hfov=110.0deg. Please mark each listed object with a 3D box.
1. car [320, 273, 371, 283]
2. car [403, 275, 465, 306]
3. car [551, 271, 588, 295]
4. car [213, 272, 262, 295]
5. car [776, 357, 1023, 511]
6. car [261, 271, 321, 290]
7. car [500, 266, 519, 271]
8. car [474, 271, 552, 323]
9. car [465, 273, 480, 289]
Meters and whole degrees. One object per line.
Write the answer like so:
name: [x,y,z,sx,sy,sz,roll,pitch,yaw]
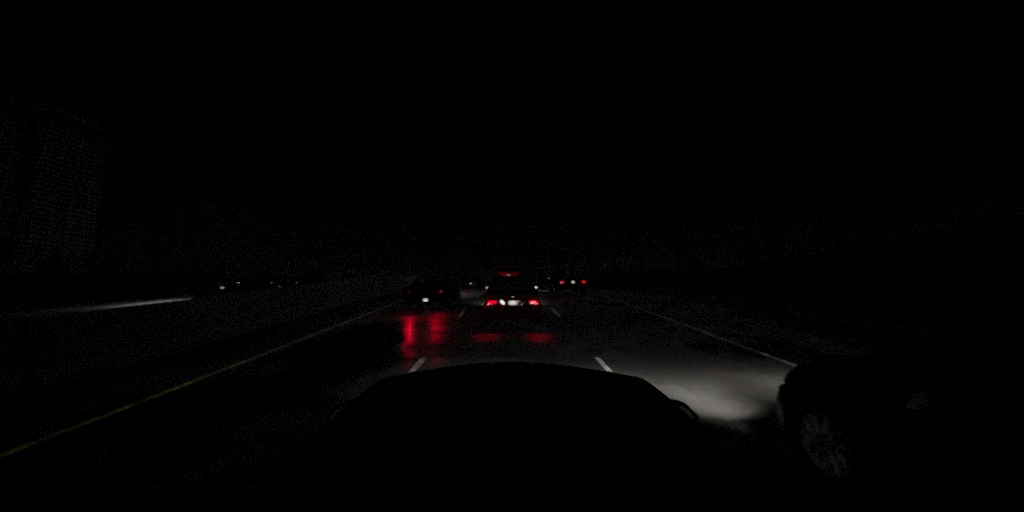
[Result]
car: [-10.832,1.874,24.638,1.895,1.301,4.718,0,-3,-1]
car: [-3.552,1.548,16.834,1.895,1.301,4.718,0,-1,-1]
car: [3.382,1.629,22.499,2.033,1.411,5.357,0,-2,-1]
car: [-17.829,1.802,24.496,2.128,1.511,4.902,0,-3,-1]
car: [3.626,1.234,1.664,1.837,1.490,4.892,0,0,-1]
car: [-14.328,1.790,24.489,1.837,1.490,4.892,0,-3,-1]
car: [-0.248,2.075,33.767,2.150,2.045,5.566,0,-5,-1]
car: [-0.004,1.417,12.762,2.033,1.411,5.357,0,-1,-1]
car: [-3.760,2.491,34.936,1.837,1.490,4.892,0,-5,-1]
